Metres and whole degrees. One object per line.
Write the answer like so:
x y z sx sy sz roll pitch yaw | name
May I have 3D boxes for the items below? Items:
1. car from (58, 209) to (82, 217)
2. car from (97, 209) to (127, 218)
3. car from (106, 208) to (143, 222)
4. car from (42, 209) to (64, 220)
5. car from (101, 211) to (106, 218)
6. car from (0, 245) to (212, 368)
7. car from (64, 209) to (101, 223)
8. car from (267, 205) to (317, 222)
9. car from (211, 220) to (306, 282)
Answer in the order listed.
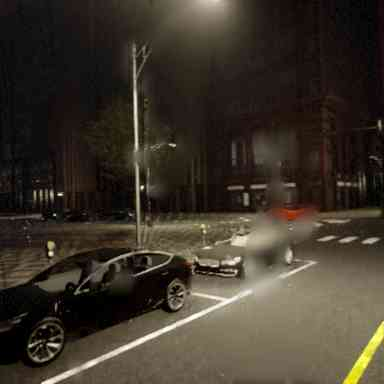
-23.169 3.958 63.153 4.902 1.511 2.128 -3 -2 39 | car
-13.284 3.501 55.054 5.357 1.411 2.033 -3 -2 40 | car
-8.394 2.836 42.490 4.553 1.767 2.097 -3 -2 39 | car
-22.494 3.636 54.188 4.553 1.767 2.097 -3 -2 39 | car
-16.193 3.546 53.274 5.357 1.411 2.033 -3 -2 40 | car
-1.768 1.797 6.305 1.947 1.339 4.313 -3 -2 39 | car
-14.227 3.244 43.085 4.181 1.385 1.994 -3 -2 40 | car
9.491 2.015 31.980 4.553 1.767 2.097 -3 -2 44 | car
1.819 1.808 10.653 2.008 1.369 4.403 -3 -2 39 | car
